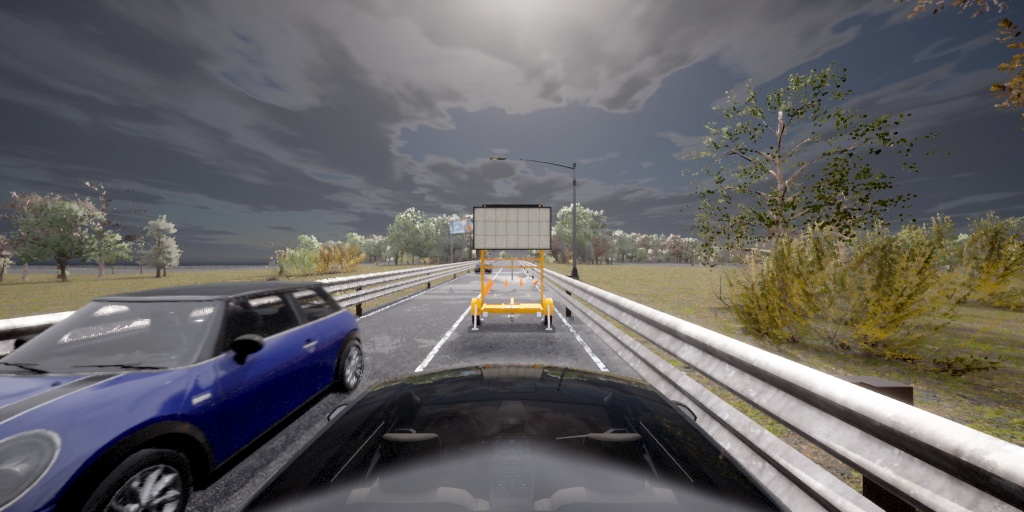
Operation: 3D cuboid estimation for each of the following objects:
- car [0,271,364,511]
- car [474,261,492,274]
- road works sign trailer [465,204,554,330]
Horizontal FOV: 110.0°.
[{"bbox_3d":[-3.351,1.103,3.656,2.097,1.767,4.553,0,0,0],"label":"car"},{"bbox_3d":[-3.253,1.312,41.407,2.033,1.411,5.357,0,0,0],"label":"car"},{"bbox_3d":[0.009,0.218,11.101,2.380,3.560,2.880,0,0,0],"label":"road works sign trailer"}]
